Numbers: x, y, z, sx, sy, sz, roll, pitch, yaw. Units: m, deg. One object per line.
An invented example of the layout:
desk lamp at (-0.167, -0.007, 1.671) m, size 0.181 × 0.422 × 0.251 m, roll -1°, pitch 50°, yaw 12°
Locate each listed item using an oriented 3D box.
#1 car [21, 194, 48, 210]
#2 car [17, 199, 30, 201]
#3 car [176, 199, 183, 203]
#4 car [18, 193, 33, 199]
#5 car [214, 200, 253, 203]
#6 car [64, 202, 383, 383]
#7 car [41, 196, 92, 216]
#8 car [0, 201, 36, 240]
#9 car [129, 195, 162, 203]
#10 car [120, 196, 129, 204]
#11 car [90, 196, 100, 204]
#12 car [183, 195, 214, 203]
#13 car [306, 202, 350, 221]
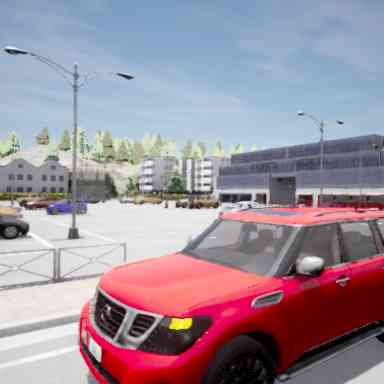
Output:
car at (-17.319, 1.357, 39.446) m, size 4.514 × 1.523 × 2.007 m, roll 1°, pitch 0°, yaw -34°
car at (-11.387, 1.316, 17.056) m, size 5.027 × 1.636 × 2.152 m, roll 1°, pitch 0°, yaw -34°
car at (-0.410, 1.350, 46.771) m, size 3.866 × 1.878 × 1.905 m, roll 1°, pitch 0°, yaw -34°
car at (-23.749, 1.156, 50.138) m, size 4.605 × 1.855 × 1.932 m, roll 1°, pitch 0°, yaw -34°
car at (4.114, 1.588, 27.452) m, size 3.806 × 1.475 × 1.970 m, roll 1°, pitch 0°, yaw -34°
car at (1.306, 1.265, 4.904) m, size 5.566 × 2.045 × 2.150 m, roll 1°, pitch -1°, yaw -35°
car at (-11.723, 1.386, 31.167) m, size 3.633 × 1.501 × 1.845 m, roll 1°, pitch 0°, yaw -34°
car at (-9.576, 1.328, 14.495) m, size 4.514 × 1.523 × 2.007 m, roll 1°, pitch 0°, yaw -34°
car at (-7.621, 1.417, 57.340) m, size 5.027 × 1.636 × 2.152 m, roll 1°, pitch 0°, yaw -34°
car at (-11.505, 1.487, 62.459) m, size 3.806 × 1.475 × 1.970 m, roll 1°, pitch 0°, yaw -34°
car at (-19.393, 1.468, 61.512) m, size 4.514 × 1.523 × 2.007 m, roll 1°, pitch 0°, yaw -34°
car at (1.567, 1.378, 44.603) m, size 4.605 × 1.855 × 1.932 m, roll 1°, pitch 0°, yaw -34°
car at (11.923, 1.666, 29.172) m, size 3.633 × 1.501 × 1.845 m, roll 1°, pitch 0°, yaw -34°
